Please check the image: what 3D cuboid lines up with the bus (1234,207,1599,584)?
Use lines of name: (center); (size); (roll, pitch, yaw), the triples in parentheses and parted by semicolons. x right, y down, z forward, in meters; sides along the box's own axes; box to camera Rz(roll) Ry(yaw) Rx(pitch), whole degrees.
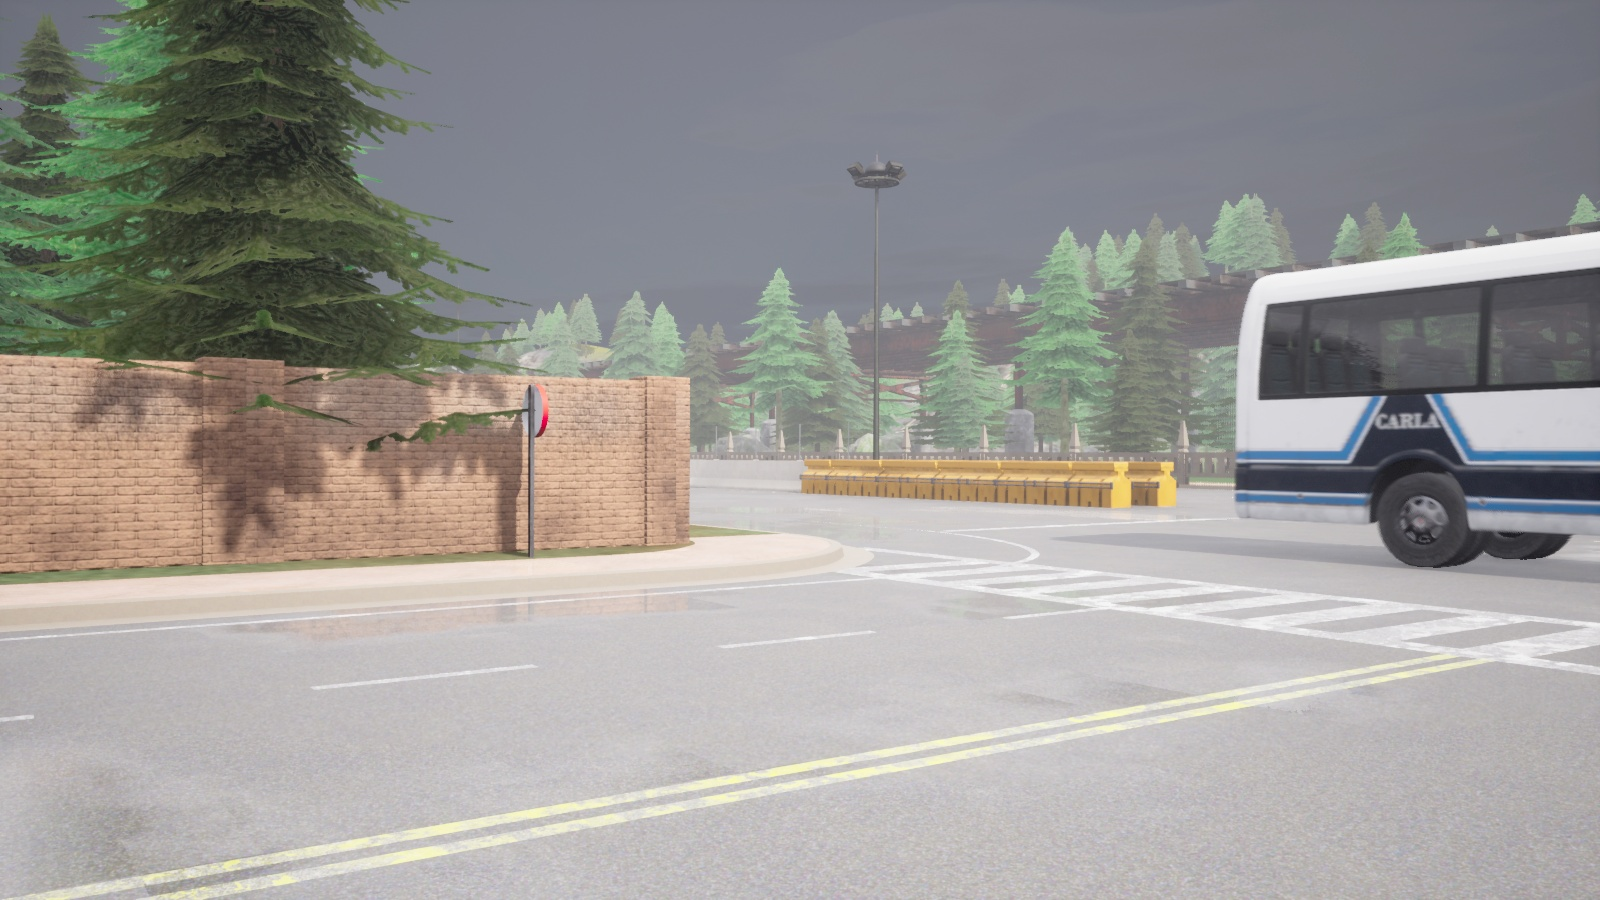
bus: (10.836, -0.618, 15.076); (3.944, 4.253, 10.273); (0, 0, -35)
